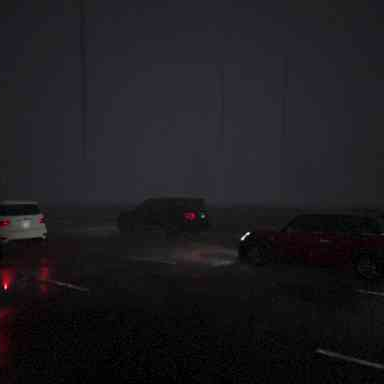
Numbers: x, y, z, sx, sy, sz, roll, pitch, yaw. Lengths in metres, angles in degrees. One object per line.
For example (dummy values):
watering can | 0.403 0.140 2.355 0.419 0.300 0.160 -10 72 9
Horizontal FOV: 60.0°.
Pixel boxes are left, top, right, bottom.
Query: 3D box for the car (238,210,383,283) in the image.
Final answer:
car | 3.660 1.373 9.981 4.553 1.767 2.097 -1 0 35

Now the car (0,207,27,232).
car | -13.448 1.738 22.185 5.357 1.411 2.033 -1 0 35

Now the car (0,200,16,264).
car | -7.521 1.315 9.359 5.566 2.045 2.150 0 0 36

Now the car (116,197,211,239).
car | -1.630 1.316 18.056 5.566 2.045 2.150 0 0 35

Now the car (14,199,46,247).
car | -8.611 1.346 14.436 5.566 2.045 2.150 0 0 36
